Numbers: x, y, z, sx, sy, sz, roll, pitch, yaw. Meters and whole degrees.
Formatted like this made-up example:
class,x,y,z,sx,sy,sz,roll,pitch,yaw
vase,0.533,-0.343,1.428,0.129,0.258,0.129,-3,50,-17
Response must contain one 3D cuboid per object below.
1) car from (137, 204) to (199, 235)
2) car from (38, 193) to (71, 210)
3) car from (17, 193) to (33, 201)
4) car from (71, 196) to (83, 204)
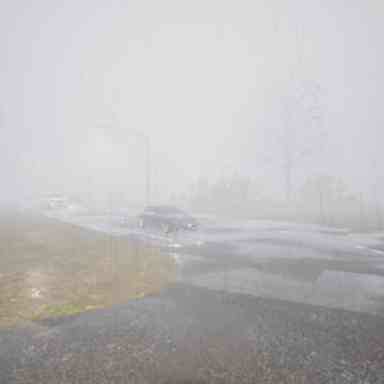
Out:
class,x,y,z,sx,sy,sz,roll,pitch,yaw
car,-1.522,1.483,19.160,1.837,1.490,4.892,0,0,-35
car,-17.176,1.091,41.356,2.150,2.045,5.566,0,0,-35
car,-36.186,1.221,71.835,2.033,1.411,5.357,0,0,-28
car,-20.722,1.338,58.491,2.033,1.411,5.357,0,0,-35
